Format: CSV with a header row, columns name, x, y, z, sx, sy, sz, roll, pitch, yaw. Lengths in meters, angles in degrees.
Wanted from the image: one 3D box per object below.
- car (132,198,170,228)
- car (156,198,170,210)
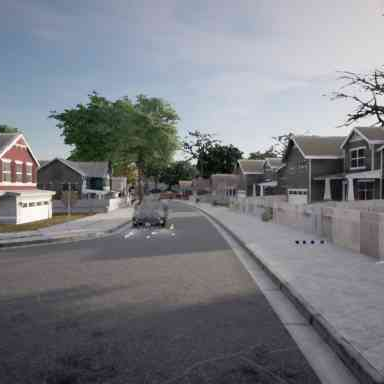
name,x,y,z,sx,sy,sz,roll,pitch,yaw
car,-2.705,1.363,22.278,2.097,1.767,4.553,0,0,-2
car,-4.068,1.615,46.595,1.812,1.442,4.674,0,0,-5
